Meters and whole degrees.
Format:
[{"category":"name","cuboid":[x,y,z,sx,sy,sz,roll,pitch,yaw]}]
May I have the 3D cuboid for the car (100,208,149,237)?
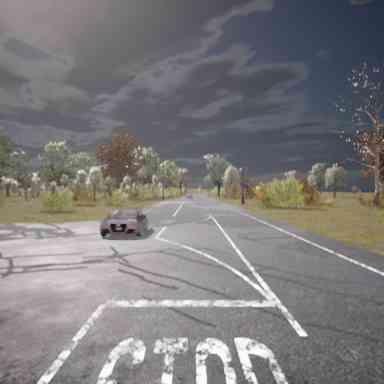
[{"category":"car","cuboid":[-3.481,1.556,17.756,1.994,1.385,4.181,0,0,0]}]
